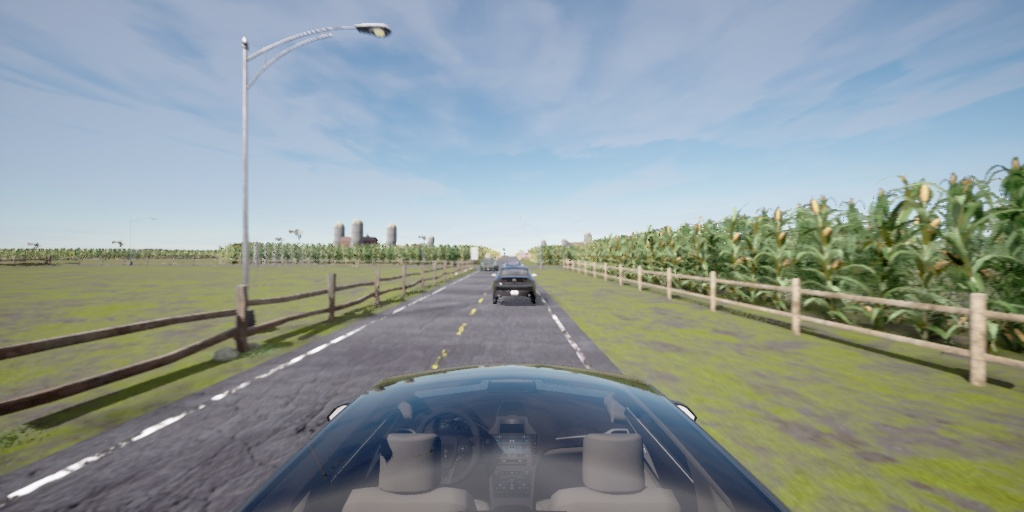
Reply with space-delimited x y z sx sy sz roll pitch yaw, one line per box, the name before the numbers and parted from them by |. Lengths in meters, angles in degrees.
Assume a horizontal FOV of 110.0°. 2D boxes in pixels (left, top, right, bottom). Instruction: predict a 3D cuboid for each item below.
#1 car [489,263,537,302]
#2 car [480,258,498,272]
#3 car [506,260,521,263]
car | 0.100 1.214 16.561 1.837 1.490 4.892 0 0 0
car | -2.796 0.978 44.367 2.097 1.767 4.553 0 0 1
car | 0.100 1.152 33.570 2.128 1.511 4.902 0 0 0
